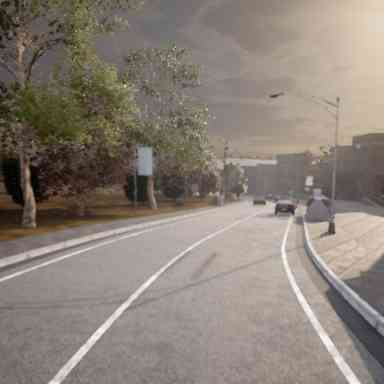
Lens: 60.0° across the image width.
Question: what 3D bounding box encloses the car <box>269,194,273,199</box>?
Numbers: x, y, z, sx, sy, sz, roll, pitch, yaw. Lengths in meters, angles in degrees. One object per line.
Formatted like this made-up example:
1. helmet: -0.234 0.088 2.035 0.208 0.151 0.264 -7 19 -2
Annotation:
1. car: 18.250 1.434 70.235 2.128 1.511 4.902 1 0 7

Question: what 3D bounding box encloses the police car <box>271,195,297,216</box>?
1. police car: 9.771 1.503 34.903 1.930 1.638 5.238 2 1 18

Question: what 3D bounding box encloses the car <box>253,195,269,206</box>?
1. car: 11.072 1.538 54.500 1.895 1.301 4.718 2 0 17

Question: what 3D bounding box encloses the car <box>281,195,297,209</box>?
1. car: 14.630 1.449 50.105 2.097 1.767 4.553 2 1 17

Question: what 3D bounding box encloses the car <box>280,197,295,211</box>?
1. car: 12.855 1.548 44.548 1.801 1.575 5.366 2 1 18
